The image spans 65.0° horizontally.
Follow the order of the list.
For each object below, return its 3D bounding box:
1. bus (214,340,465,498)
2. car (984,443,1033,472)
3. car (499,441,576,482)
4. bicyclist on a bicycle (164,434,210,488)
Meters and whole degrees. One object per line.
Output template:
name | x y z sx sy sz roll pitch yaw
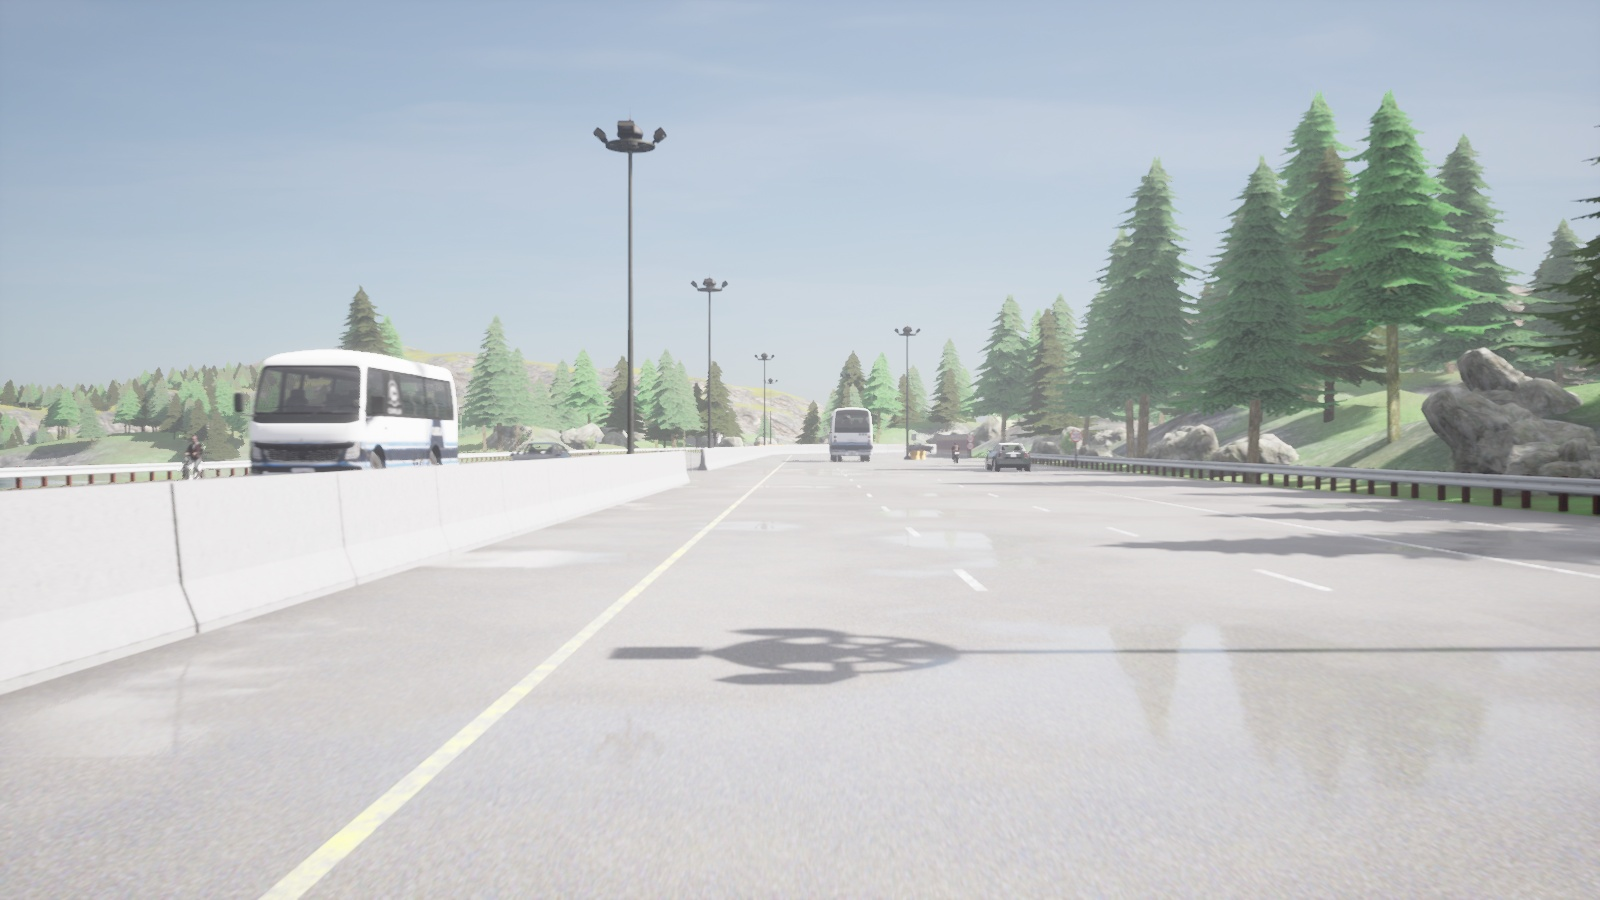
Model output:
bus | -13.760 -0.860 38.895 3.944 4.253 10.273 0 0 0
car | 10.895 0.349 65.963 1.970 1.475 3.806 0 0 0
car | -10.202 0.408 49.128 2.007 1.525 4.514 0 0 0
bicyclist on a bicycle | -20.740 0.360 42.545 0.659 1.776 1.843 0 0 0
